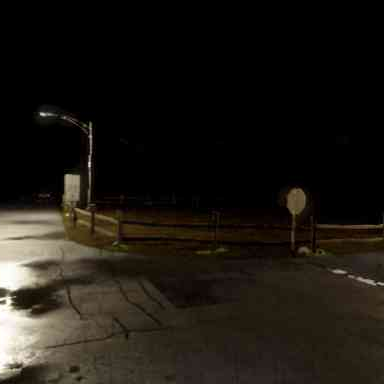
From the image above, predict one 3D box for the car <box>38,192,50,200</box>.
[{"bbox_3d":[-25.215,0.588,56.836,1.895,1.301,4.718,1,0,-23],"label":"car"}]
